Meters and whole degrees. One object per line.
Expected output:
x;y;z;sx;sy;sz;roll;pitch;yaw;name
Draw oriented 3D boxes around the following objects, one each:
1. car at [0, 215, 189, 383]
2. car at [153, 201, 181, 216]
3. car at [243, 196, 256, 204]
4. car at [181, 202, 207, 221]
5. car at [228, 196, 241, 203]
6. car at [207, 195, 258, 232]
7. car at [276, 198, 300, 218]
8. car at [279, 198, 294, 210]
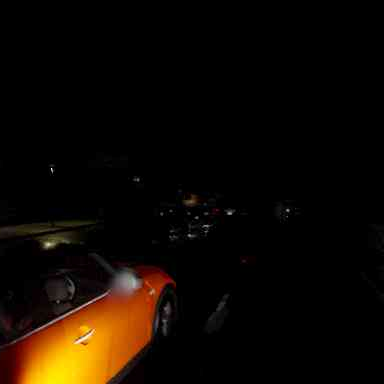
-1.757;1.354;3.784;2.097;1.767;4.553;0;0;17;car
-1.848;1.517;29.151;1.812;1.442;4.674;0;0;15;car
11.518;1.509;65.896;2.033;1.411;5.357;0;0;16;car
1.055;1.539;27.436;2.033;1.411;5.357;0;0;15;car
8.704;1.503;67.899;2.033;1.411;5.357;0;0;15;car
2.729;1.218;20.381;2.150;2.045;5.566;0;0;15;car
8.783;1.553;30.417;1.994;1.385;4.181;0;0;17;car
12.165;1.508;42.826;1.812;1.442;4.674;0;0;15;car
